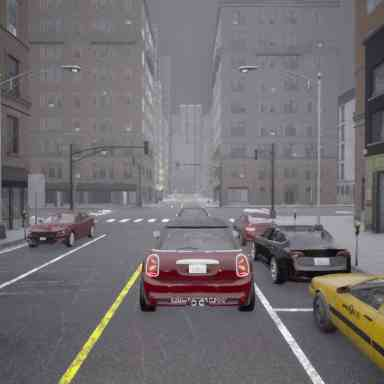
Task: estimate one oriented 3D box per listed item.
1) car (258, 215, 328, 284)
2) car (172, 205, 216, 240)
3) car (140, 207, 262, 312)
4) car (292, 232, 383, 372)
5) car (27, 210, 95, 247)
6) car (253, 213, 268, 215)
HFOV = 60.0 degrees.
[{"bbox_3d":[2.851,1.563,9.382,1.947,1.339,4.313,-1,0,0],"label":"car"},{"bbox_3d":[0.068,1.542,18.127,2.033,1.411,5.357,0,0,0],"label":"car"},{"bbox_3d":[0.088,1.350,7.887,2.097,1.767,4.553,0,0,0],"label":"car"},{"bbox_3d":[2.859,1.524,3.966,1.752,1.417,4.829,-1,0,0],"label":"car"},{"bbox_3d":[-5.704,1.540,14.951,1.887,1.381,4.507,-1,0,0],"label":"car"},{"bbox_3d":[2.842,1.577,14.968,1.802,1.307,4.206,-1,0,0],"label":"car"}]
